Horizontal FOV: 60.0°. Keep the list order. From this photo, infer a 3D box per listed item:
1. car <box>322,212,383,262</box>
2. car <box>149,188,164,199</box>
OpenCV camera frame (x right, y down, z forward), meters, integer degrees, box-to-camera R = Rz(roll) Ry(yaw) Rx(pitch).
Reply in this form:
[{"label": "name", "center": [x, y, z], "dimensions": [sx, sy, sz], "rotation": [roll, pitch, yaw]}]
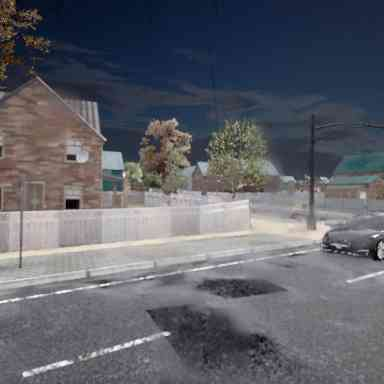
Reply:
[{"label": "car", "center": [6.810, 1.553, 12.307], "dimensions": [4.892, 1.490, 1.837], "rotation": [0, 0, -35]}, {"label": "car", "center": [-6.610, 0.308, 61.621], "dimensions": [2.150, 2.045, 5.566], "rotation": [1, 1, -21]}]
